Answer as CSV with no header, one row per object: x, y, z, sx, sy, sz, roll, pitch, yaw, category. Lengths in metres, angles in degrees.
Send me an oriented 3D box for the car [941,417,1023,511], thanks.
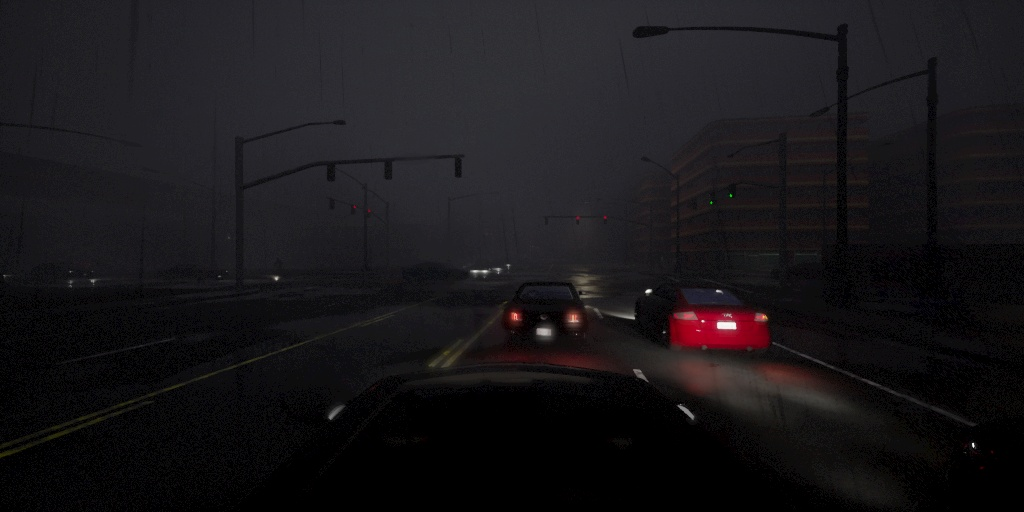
3.640,1.242,0.203,2.128,1.511,4.902,0,0,1,car

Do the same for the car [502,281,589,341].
0.996,1.351,9.915,1.895,1.301,4.718,0,0,8,car

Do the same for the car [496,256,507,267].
-2.533,1.064,58.559,1.895,1.301,4.718,0,1,8,car

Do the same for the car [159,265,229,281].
-26.036,1.351,29.496,4.718,1.301,1.895,0,0,7,car

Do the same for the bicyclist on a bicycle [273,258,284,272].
-26.420,1.053,40.582,0.582,1.620,1.656,0,0,7,bicyclist on a bicycle

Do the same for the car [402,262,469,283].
-5.794,1.200,27.149,5.008,1.535,1.882,0,0,7,car

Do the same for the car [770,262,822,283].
22.803,1.228,27.591,5.008,1.535,1.882,0,0,7,car

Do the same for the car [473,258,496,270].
-3.880,1.176,48.705,1.994,1.385,4.181,0,1,8,car

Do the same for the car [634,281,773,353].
4.400,1.314,8.915,1.994,1.385,4.181,0,0,7,car

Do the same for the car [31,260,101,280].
-38.971,1.277,31.094,4.674,1.442,1.812,1,0,8,car
